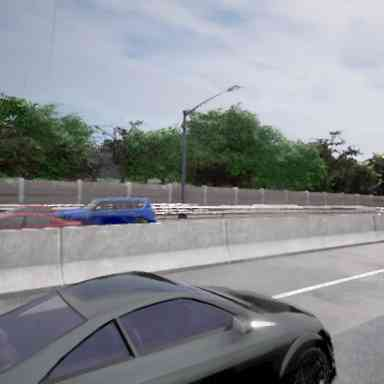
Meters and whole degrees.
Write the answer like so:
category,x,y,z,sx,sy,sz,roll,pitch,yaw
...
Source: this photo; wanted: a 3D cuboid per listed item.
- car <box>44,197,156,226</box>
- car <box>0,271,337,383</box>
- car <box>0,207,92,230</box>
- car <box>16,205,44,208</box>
category,x,y,z,sx,sy,sz,roll,pitch,yaw
car,-4.615,1.306,17.893,5.566,2.045,2.150,1,-1,-35
car,-0.374,1.582,3.477,4.181,1.385,1.994,1,0,-35
car,-6.576,1.495,12.198,5.008,1.535,1.882,1,0,-35
car,-9.369,1.514,18.803,5.008,1.535,1.882,1,-1,-35
